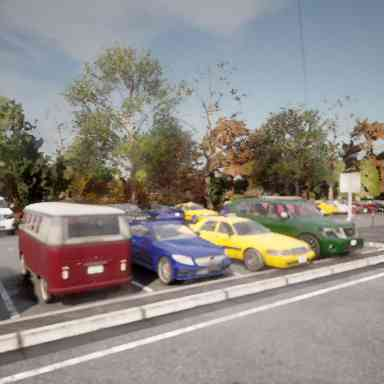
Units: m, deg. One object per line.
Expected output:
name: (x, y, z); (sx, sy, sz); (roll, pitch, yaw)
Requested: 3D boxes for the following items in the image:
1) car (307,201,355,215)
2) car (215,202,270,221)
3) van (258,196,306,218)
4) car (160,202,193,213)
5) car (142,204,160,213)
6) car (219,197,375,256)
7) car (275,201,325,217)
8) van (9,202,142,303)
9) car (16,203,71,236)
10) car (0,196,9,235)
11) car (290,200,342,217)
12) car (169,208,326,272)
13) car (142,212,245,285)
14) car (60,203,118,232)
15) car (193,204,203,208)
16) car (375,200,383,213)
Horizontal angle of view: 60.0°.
car: (15.710, 1.780, 37.915); (2.002, 1.452, 4.674); (0, 0, -36)
car: (4.439, 1.674, 29.820); (2.163, 1.488, 4.792); (0, 0, -36)
van: (8.870, 1.456, 33.168); (1.878, 1.987, 4.442); (0, 0, -36)
car: (-2.368, 1.618, 25.022); (2.163, 1.488, 4.792); (0, 0, -36)
car: (-4.611, 1.570, 23.389); (2.231, 1.521, 4.892); (0, 0, -36)
car: (3.727, 1.323, 13.230); (2.435, 2.045, 5.566); (0, 0, -36)
car: (11.195, 1.741, 34.684); (2.002, 1.452, 4.674); (0, 0, -36)
van: (-3.198, 1.291, 8.455); (1.878, 1.987, 4.442); (0, 0, -36)
car: (-9.126, 1.531, 20.159); (2.097, 1.535, 5.008); (0, 0, -36)
car: (-11.363, 1.261, 18.517); (2.435, 2.045, 5.566); (0, 0, -36)
car: (13.455, 1.720, 36.298); (2.097, 1.535, 5.008); (0, 0, -36)
car: (1.537, 1.552, 11.470); (1.946, 1.575, 5.366); (0, 0, -36)
car: (-0.853, 1.576, 9.992); (2.002, 1.452, 4.674); (0, 0, -36)
car: (-6.868, 1.550, 21.774); (2.097, 1.535, 5.008); (0, 0, -36)
car: (0.015, 1.604, 26.462); (1.946, 1.575, 5.366); (0, 0, -36)
car: (20.221, 1.780, 41.151); (2.097, 1.535, 5.008); (0, 0, -36)
